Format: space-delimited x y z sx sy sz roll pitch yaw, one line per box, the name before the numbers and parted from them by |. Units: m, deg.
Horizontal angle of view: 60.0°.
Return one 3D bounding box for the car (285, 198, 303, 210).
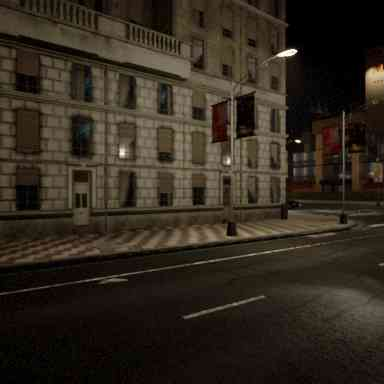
car | 12.282 1.489 44.140 2.128 1.511 4.902 0 0 -36
